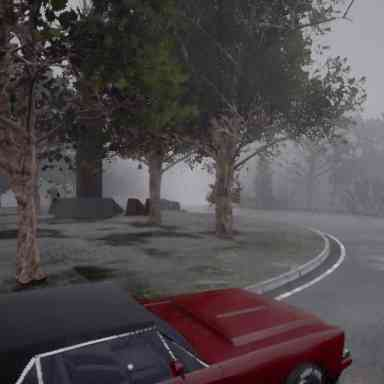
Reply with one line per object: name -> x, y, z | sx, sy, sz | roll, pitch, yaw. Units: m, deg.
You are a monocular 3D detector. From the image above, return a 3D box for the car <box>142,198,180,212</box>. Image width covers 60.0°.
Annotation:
car -> -3.806, 1.465, 37.849 | 5.008, 1.535, 1.882 | 0, -1, 23

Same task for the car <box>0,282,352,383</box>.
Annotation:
car -> -0.734, 1.600, 3.091 | 4.718, 1.301, 1.895 | 0, 0, -29
